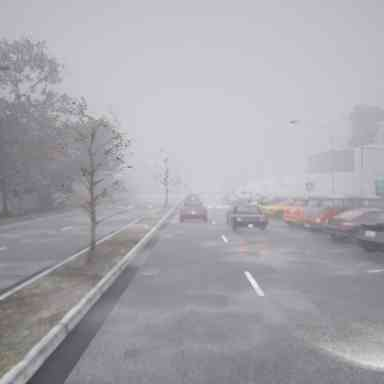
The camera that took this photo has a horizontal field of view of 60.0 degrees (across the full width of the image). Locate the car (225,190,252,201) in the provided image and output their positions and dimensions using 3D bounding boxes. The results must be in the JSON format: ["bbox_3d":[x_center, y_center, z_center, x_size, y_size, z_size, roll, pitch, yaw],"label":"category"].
[{"bbox_3d":[8.118,0.745,47.614,5.566,2.045,2.435,1,0,-20],"label":"car"}]

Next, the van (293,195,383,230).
[{"bbox_3d":[7.972,1.152,17.722,4.442,1.987,1.878,1,1,-20],"label":"van"}]

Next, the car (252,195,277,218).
[{"bbox_3d":[7.907,1.255,26.661,5.366,1.575,1.946,0,1,-20],"label":"car"}]

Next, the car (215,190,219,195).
[{"bbox_3d":[7.923,0.844,65.428,5.366,1.575,1.946,1,1,-20],"label":"car"}]

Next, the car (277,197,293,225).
[{"bbox_3d":[8.051,1.216,20.750,4.553,1.767,2.185,1,1,-20],"label":"car"}]

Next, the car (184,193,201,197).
[{"bbox_3d":[0.115,0.920,41.576,2.097,1.767,4.553,0,1,0],"label":"car"}]

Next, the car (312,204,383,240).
[{"bbox_3d":[8.071,1.447,14.792,4.674,1.452,2.002,1,0,-20],"label":"car"}]

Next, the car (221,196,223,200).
[{"bbox_3d":[8.266,0.917,56.613,5.366,1.575,1.946,1,0,-20],"label":"car"}]

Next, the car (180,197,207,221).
[{"bbox_3d":[0.110,1.355,25.011,1.994,1.385,4.181,0,1,0],"label":"car"}]

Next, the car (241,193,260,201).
[{"bbox_3d":[7.910,1.169,32.626,5.366,1.575,1.946,0,1,-20],"label":"car"}]

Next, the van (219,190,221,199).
[{"bbox_3d":[7.989,0.645,62.468,4.442,1.987,1.878,1,1,-20],"label":"van"}]

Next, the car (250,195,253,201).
[{"bbox_3d":[8.108,1.246,29.723,4.792,1.488,2.163,0,1,-20],"label":"car"}]

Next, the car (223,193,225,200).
[{"bbox_3d":[8.084,0.944,53.566,4.892,1.521,2.231,1,0,-20],"label":"car"}]

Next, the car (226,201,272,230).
[{"bbox_3d":[3.108,1.463,19.817,1.895,1.301,4.718,0,1,0],"label":"car"}]

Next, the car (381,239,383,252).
[{"bbox_3d":[7.901,1.450,8.751,5.366,1.575,1.946,1,1,-20],"label":"car"}]

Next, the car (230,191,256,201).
[{"bbox_3d":[8.097,1.029,44.615,4.892,1.521,2.231,1,1,-20],"label":"car"}]

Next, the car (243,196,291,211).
[{"bbox_3d":[8.080,1.174,35.675,4.674,1.452,2.002,1,1,-20],"label":"car"}]

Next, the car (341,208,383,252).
[{"bbox_3d":[8.101,1.466,11.820,4.792,1.488,2.163,1,0,-20],"label":"car"}]
